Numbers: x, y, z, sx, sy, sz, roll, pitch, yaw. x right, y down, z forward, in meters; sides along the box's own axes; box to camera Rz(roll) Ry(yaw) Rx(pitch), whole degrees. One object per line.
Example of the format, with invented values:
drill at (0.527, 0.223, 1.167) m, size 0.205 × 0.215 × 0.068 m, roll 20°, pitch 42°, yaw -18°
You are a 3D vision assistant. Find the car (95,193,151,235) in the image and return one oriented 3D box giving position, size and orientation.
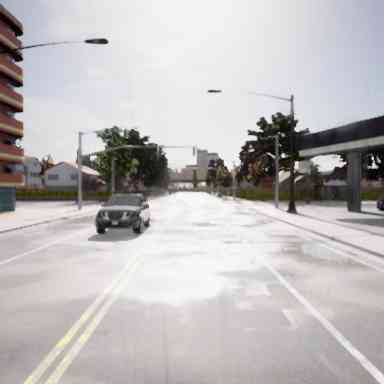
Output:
car at (-3.598, 1.087, 18.314) m, size 2.150 × 2.045 × 5.566 m, roll 0°, pitch 0°, yaw 0°

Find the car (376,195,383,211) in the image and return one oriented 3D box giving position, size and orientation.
car at (20.249, 1.053, 31.749) m, size 4.611 × 1.667 × 2.242 m, roll 0°, pitch 0°, yaw 1°
